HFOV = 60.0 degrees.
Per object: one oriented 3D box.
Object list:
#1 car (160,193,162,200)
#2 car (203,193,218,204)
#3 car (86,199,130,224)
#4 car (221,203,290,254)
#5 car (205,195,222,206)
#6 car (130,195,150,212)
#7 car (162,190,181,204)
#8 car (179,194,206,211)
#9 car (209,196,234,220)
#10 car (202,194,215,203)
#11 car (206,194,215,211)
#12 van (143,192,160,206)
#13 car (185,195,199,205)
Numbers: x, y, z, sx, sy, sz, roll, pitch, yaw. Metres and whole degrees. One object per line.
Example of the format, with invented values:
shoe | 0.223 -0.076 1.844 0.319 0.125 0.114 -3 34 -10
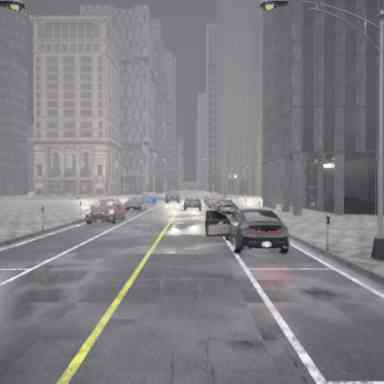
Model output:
car | -5.708 0.959 61.981 2.008 1.369 4.403 0 1 0
car | 2.807 0.961 50.692 1.967 1.590 4.097 0 1 0
car | -5.745 1.233 22.494 1.967 1.590 4.097 0 1 0
car | 2.367 1.386 12.945 1.837 1.490 4.892 0 1 0
car | 2.802 1.128 45.052 2.008 1.369 4.403 0 1 0
car | -5.734 1.252 33.778 1.947 1.339 4.313 0 1 0
car | -2.959 0.729 51.892 2.150 2.045 5.566 0 0 0
car | 0.075 1.158 35.863 2.128 1.511 4.902 0 1 1
car | 2.786 1.306 28.130 1.947 1.339 4.313 0 1 0
car | 2.812 1.015 56.333 2.008 1.369 4.403 0 1 0
car | 2.796 1.156 39.581 1.752 1.417 4.829 0 1 0
van | -5.724 0.918 45.057 1.690 1.788 3.998 0 1 0
car | 0.050 1.147 48.166 1.895 1.301 4.718 0 1 0
